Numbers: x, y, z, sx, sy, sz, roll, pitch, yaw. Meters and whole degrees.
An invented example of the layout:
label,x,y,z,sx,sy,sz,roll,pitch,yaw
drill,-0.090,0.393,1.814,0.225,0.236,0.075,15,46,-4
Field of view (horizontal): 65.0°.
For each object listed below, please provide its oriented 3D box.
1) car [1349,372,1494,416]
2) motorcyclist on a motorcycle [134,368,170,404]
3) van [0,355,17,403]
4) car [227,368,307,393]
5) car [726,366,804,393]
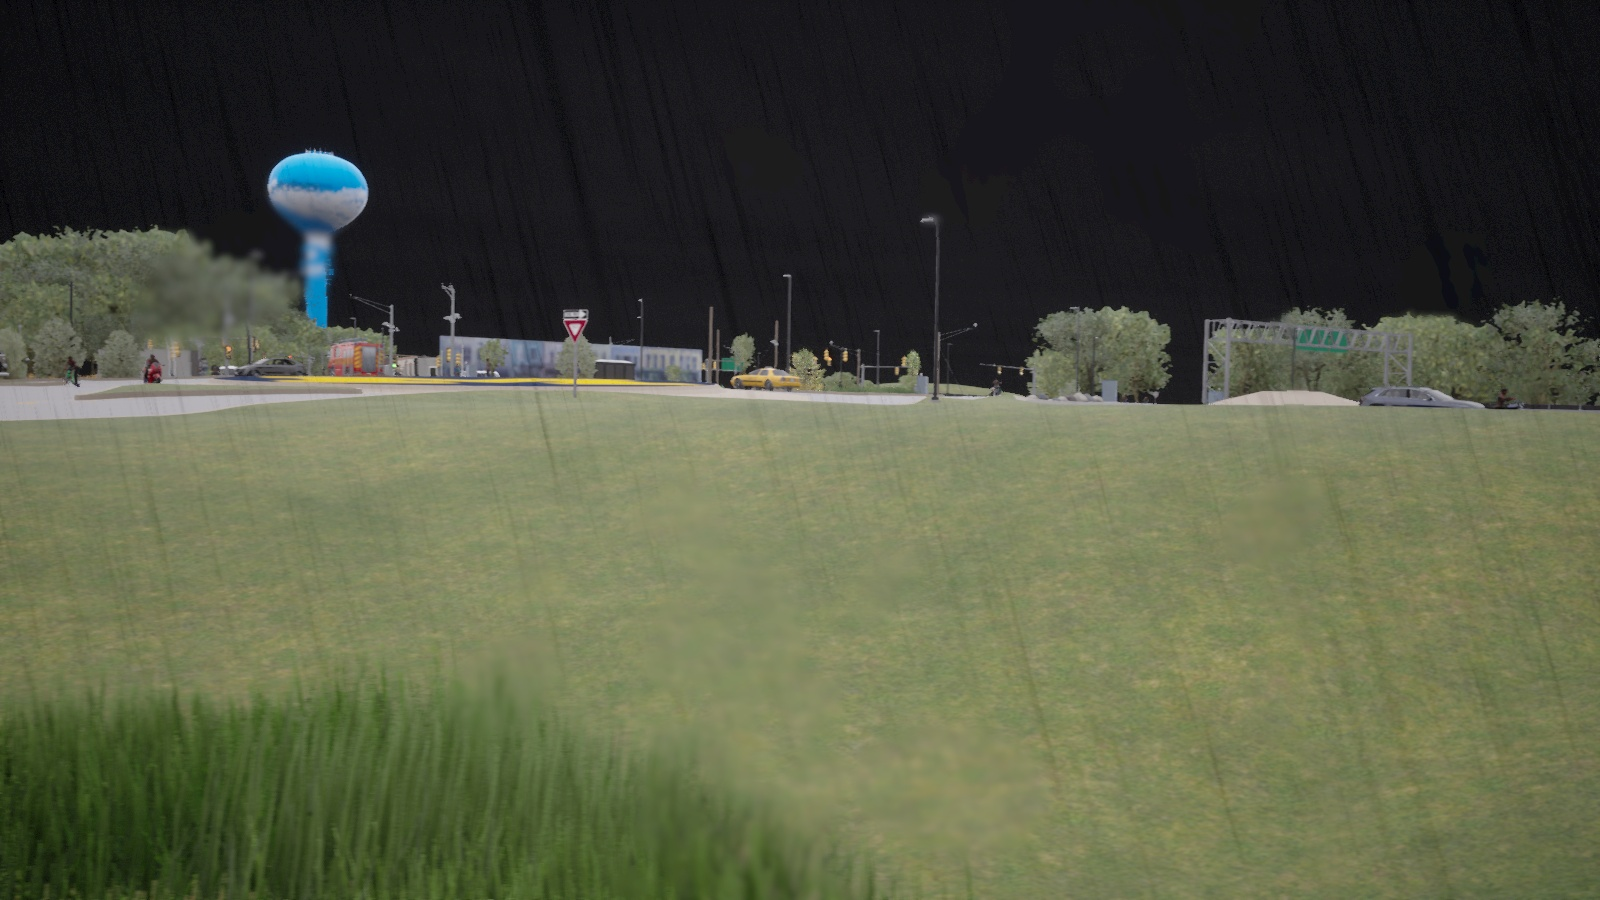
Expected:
label,x,y,z,sx,sy,sz,roll,pitch,yaw
car,25.304,-2.330,51.245,2.033,1.649,4.856,-5,6,-41
motorcyclist on a motorcycle,-27.790,-2.753,53.835,0.797,1.523,2.044,-4,5,-42
van,-36.657,-3.001,54.446,4.480,2.038,2.069,-1,2,17
car,-33.261,-4.312,78.468,1.816,1.474,4.193,1,3,42
car,-2.274,-4.524,80.279,1.801,1.575,5.366,-1,4,-44
